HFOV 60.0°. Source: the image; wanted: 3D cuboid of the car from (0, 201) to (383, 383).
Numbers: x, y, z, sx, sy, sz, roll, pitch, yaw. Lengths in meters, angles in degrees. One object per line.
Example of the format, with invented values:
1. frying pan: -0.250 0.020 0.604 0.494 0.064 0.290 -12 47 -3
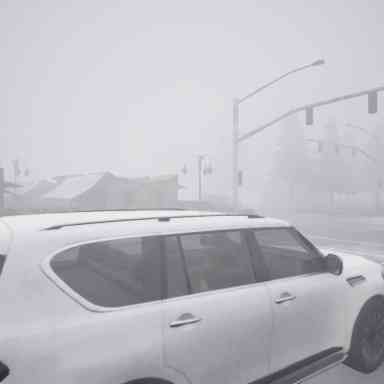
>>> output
1. car: 0.210 1.223 3.962 5.566 2.045 2.150 0 0 -35

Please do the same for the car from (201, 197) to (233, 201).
1. car: 3.190 1.483 28.427 1.882 1.535 5.008 0 0 -35

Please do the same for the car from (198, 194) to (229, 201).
1. car: 2.825 1.228 34.829 2.150 2.045 5.566 0 0 -37
